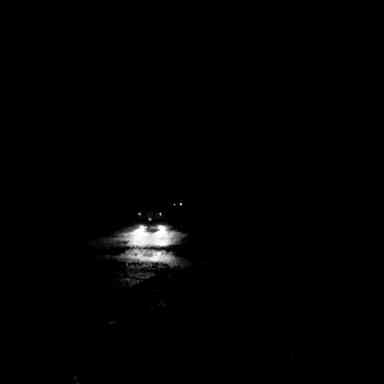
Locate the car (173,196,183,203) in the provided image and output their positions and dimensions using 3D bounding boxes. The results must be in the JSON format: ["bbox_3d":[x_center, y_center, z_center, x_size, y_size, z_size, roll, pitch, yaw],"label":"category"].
[{"bbox_3d":[-2.750,1.475,66.349,2.033,1.411,5.357,0,0,0],"label":"car"}]

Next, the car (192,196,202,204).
[{"bbox_3d":[0.827,1.461,61.023,1.812,1.442,4.674,0,0,0],"label":"car"}]

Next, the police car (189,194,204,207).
[{"bbox_3d":[0.827,1.361,51.133,1.930,1.638,5.238,0,0,0],"label":"police car"}]

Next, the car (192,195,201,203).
[{"bbox_3d":[0.828,1.441,67.023,1.837,1.490,4.892,0,0,0],"label":"car"}]

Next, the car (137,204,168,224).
[{"bbox_3d":[-2.848,1.556,24.734,1.895,1.301,4.718,0,0,0],"label":"car"}]
